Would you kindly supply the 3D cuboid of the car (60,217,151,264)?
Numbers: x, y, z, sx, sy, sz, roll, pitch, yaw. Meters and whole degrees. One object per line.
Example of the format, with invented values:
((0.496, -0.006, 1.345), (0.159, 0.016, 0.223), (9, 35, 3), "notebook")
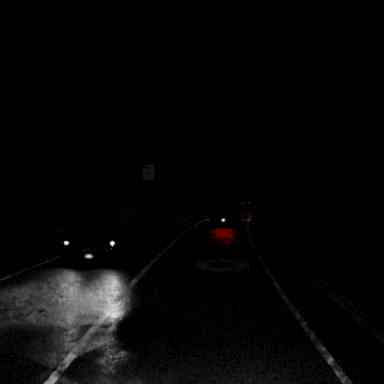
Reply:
((-2.910, 1.634, 12.188), (1.895, 1.301, 4.718), (0, 0, 5), "car")

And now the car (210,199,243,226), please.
((2.413, 1.519, 23.639), (1.837, 1.490, 4.892), (-1, 0, 10), "car")

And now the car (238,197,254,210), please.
((6.602, 1.350, 41.629), (2.097, 1.767, 4.553), (-1, 0, 15), "car")
